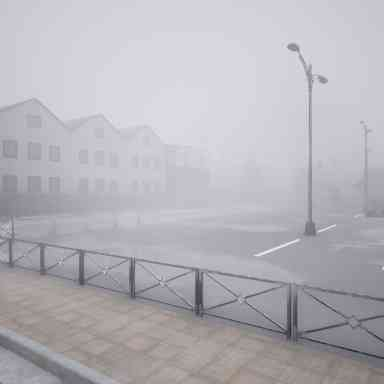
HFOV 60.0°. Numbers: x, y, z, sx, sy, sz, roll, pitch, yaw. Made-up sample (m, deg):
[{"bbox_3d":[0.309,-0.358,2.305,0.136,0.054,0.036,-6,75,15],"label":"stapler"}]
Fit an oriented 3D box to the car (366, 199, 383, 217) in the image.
[{"bbox_3d":[15.327,1.298,26.875,2.007,1.523,4.514,0,0,35],"label":"car"}]
